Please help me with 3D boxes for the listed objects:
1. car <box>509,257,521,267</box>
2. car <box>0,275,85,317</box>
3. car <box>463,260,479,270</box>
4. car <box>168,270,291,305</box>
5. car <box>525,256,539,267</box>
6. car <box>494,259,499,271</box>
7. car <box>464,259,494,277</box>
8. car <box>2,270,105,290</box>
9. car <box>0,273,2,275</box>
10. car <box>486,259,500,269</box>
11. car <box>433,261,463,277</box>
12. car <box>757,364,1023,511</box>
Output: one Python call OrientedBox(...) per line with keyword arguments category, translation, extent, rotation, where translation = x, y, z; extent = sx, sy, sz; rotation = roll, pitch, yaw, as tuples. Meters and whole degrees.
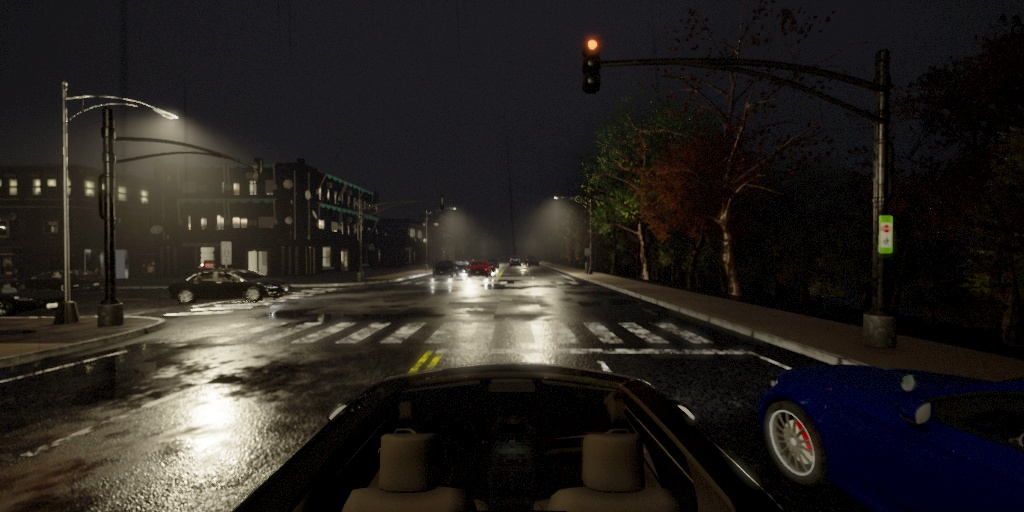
OrientedBox(category="car", translation=(0.608, 1.261, 64.553), extent=(1.994, 1.385, 4.181), rotation=(0, 0, 0))
OrientedBox(category="car", translation=(-19.854, 1.559, 13.822), extent=(4.313, 1.339, 1.948), rotation=(0, 0, 1))
OrientedBox(category="car", translation=(-6.167, 1.307, 54.154), extent=(1.895, 1.301, 4.718), rotation=(0, 0, 1))
OrientedBox(category="car", translation=(-12.998, 1.373, 16.683), extent=(4.892, 1.490, 1.837), rotation=(-1, 1, -2))
OrientedBox(category="car", translation=(3.853, 1.174, 64.701), extent=(1.882, 1.535, 5.008), rotation=(0, 0, 1))
OrientedBox(category="car", translation=(-2.995, 1.241, 44.641), extent=(1.812, 1.442, 4.674), rotation=(0, 0, 1))
OrientedBox(category="car", translation=(-3.074, 1.202, 34.580), extent=(1.882, 1.535, 5.008), rotation=(0, 0, 1))
OrientedBox(category="car", translation=(-28.118, 1.550, 22.401), extent=(4.403, 1.370, 2.007), rotation=(0, 0, 1))
OrientedBox(category="car", translation=(-33.653, 1.645, 22.453), extent=(4.207, 1.307, 1.802), rotation=(0, 0, 1))
OrientedBox(category="car", translation=(-2.909, 1.211, 54.784), extent=(1.837, 1.490, 4.892), rotation=(0, 0, 1))
OrientedBox(category="car", translation=(-6.330, 1.202, 34.737), extent=(1.882, 1.535, 5.008), rotation=(0, 0, 1))
OrientedBox(category="car", translation=(3.355, 1.276, 1.635), extent=(1.812, 1.442, 4.674), rotation=(0, 0, 1))
